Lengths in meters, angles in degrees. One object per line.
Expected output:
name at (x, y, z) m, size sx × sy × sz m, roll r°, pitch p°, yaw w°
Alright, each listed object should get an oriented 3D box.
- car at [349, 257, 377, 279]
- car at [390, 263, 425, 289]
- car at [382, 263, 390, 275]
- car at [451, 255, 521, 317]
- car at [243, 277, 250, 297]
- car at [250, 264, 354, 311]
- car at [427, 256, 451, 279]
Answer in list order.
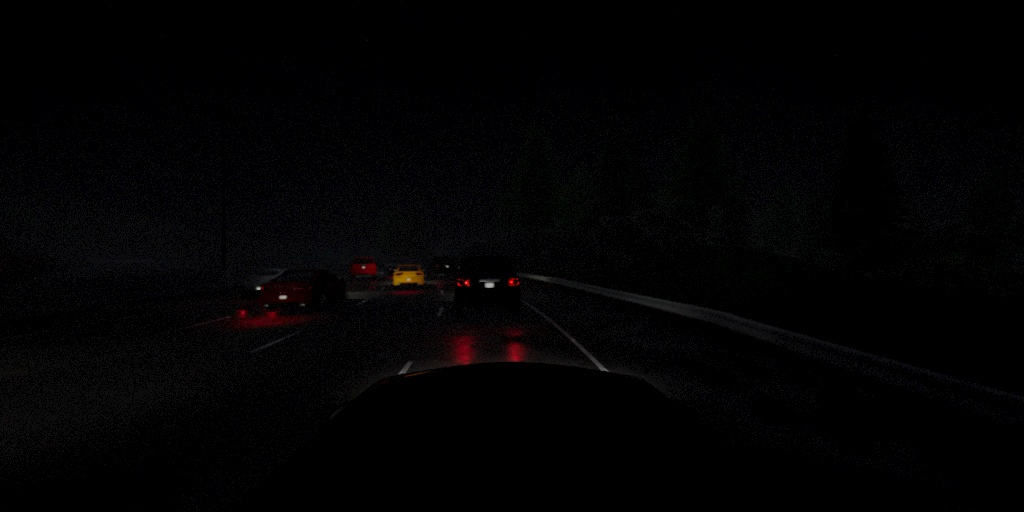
car at (-13.717, 1.074, 33.110) m, size 2.150 × 2.045 × 5.566 m, roll 0°, pitch 0°, yaw -23°
car at (-6.924, 1.287, 24.197) m, size 1.882 × 1.535 × 5.008 m, roll 0°, pitch 0°, yaw -15°
car at (-13.452, 1.461, 40.619) m, size 1.895 × 1.301 × 4.718 m, roll 0°, pitch 0°, yaw -27°
car at (-1.049, 0.991, 13.603) m, size 2.150 × 2.045 × 5.566 m, roll 0°, pitch 0°, yaw -8°
car at (-12.961, 1.359, 19.784) m, size 1.812 × 1.442 × 4.674 m, roll 0°, pitch 0°, yaw -14°
car at (-8.362, 1.283, 14.880) m, size 1.882 × 1.535 × 5.008 m, roll 0°, pitch 0°, yaw -10°
car at (-6.821, 1.043, 34.664) m, size 2.150 × 2.045 × 5.566 m, roll 0°, pitch 0°, yaw -22°
